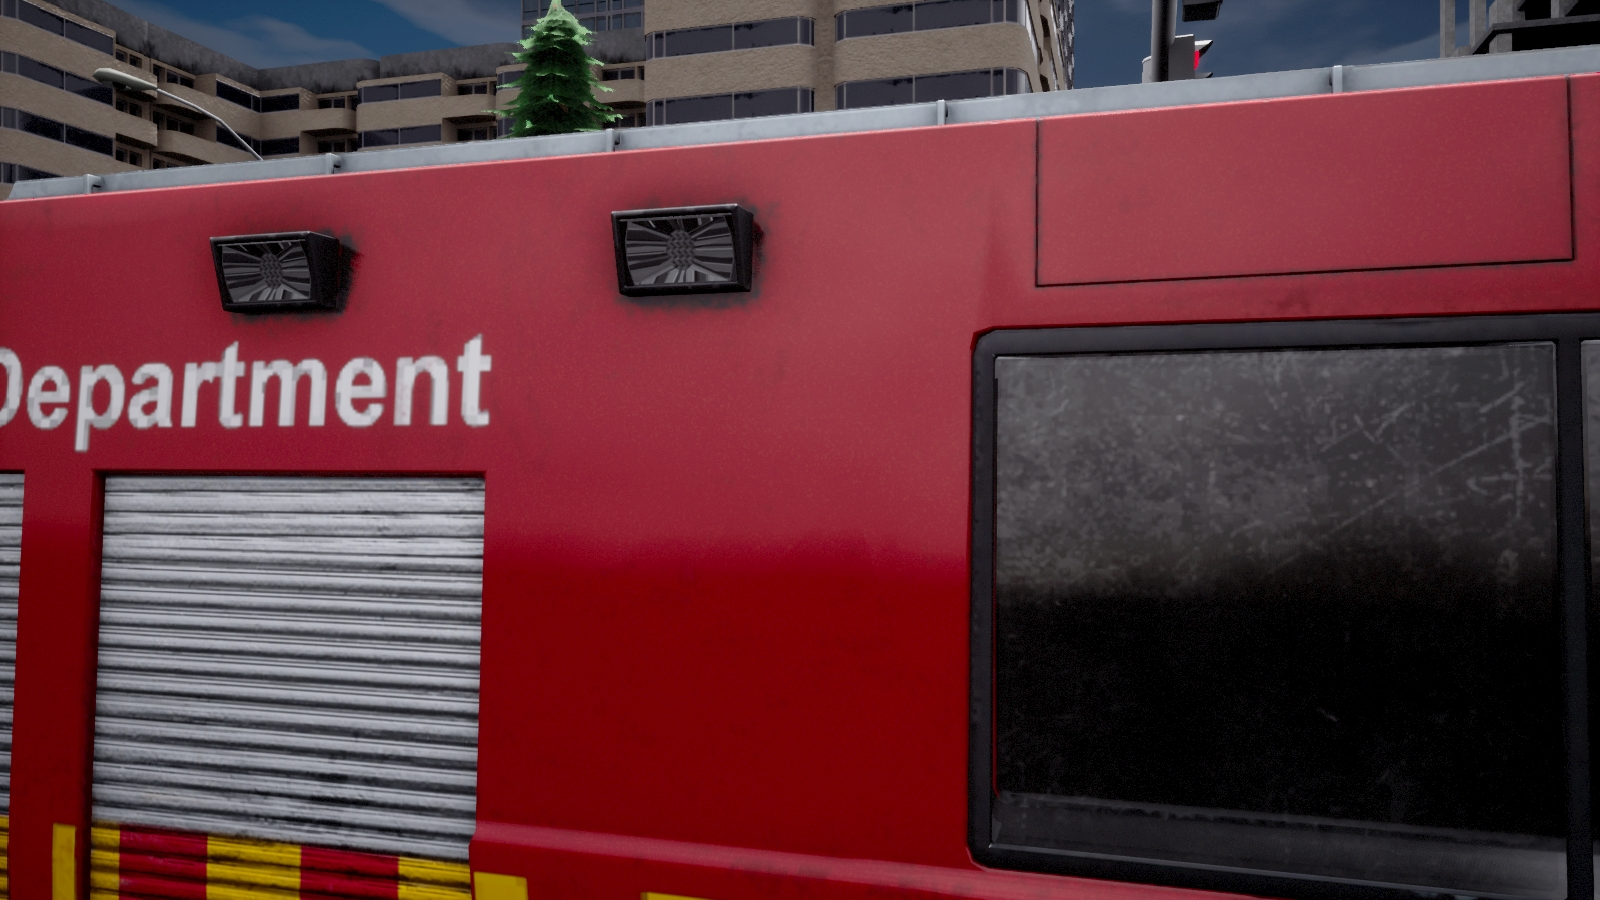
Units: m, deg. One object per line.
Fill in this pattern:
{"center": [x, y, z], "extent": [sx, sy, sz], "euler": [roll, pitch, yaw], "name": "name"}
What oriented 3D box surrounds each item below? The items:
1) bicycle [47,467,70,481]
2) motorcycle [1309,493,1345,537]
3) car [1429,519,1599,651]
{"center": [-65.142, 2.102, 100.377], "extent": [1.487, 1.276, 0.859], "euler": [0, 0, 15], "name": "bicycle"}
{"center": [17.628, 2.155, 38.244], "extent": [0.764, 1.307, 2.356], "euler": [0, 0, 17], "name": "motorcycle"}
{"center": [11.867, 2.038, 18.325], "extent": [2.038, 1.542, 4.974], "euler": [0, 0, 16], "name": "car"}
